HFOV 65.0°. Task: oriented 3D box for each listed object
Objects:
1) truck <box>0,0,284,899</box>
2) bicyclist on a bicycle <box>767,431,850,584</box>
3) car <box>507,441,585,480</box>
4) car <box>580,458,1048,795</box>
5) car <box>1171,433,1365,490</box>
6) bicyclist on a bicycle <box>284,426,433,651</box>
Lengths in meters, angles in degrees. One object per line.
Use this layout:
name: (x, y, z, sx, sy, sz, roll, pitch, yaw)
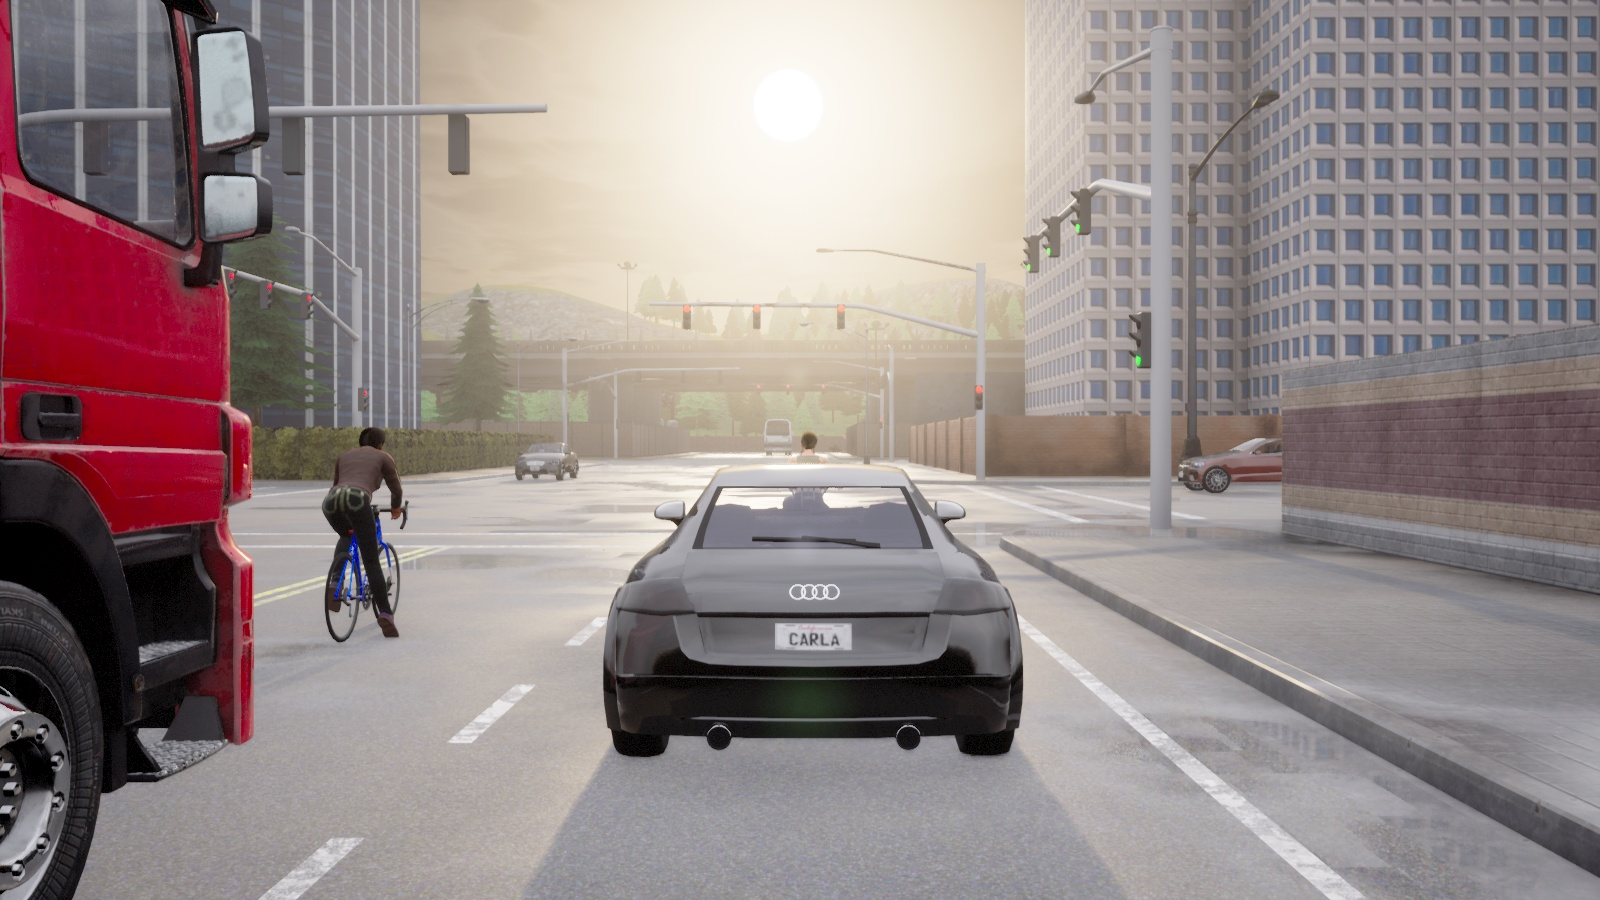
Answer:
truck: (-3.478, -0.244, 0.926, 2.891, 3.462, 7.936, 0, 0, 0)
bicyclist on a bicycle: (0.093, 0.601, 13.963, 0.866, 1.612, 1.509, 0, 0, 0)
car: (-10.185, 0.396, 50.752, 2.128, 1.511, 4.902, 0, 0, 0)
car: (0.060, 0.767, 7.443, 1.994, 1.385, 4.181, 0, 0, 0)
car: (13.928, 0.315, 37.603, 5.027, 1.651, 2.152, 0, 0, 1)
bicyclist on a bicycle: (-3.426, 0.638, 9.893, 0.582, 1.620, 1.656, 0, 0, 0)
